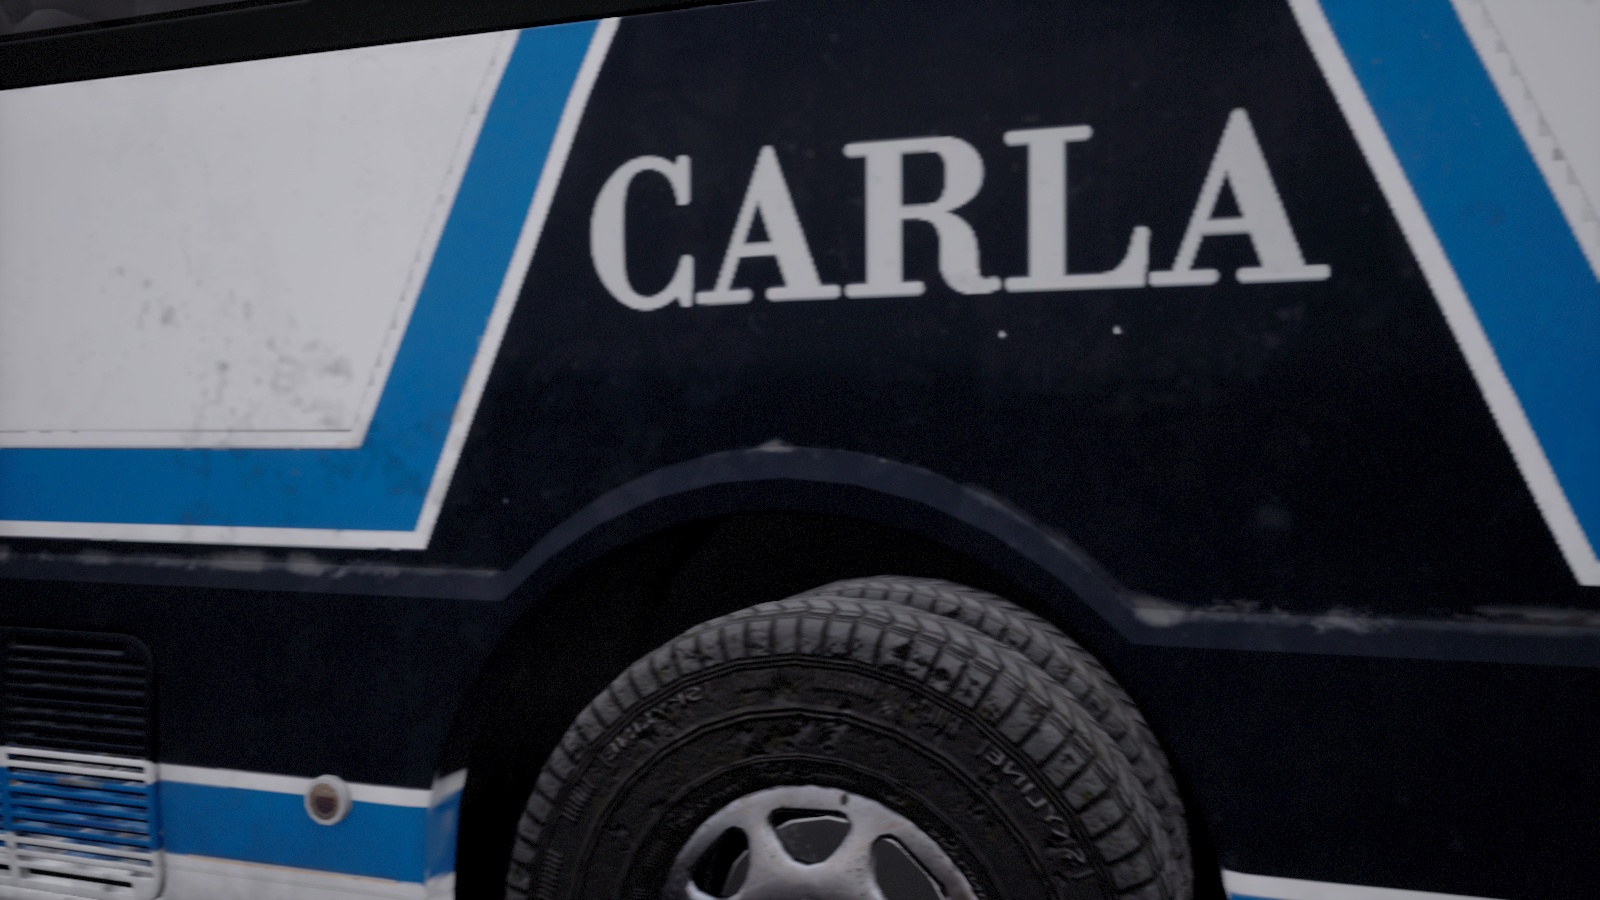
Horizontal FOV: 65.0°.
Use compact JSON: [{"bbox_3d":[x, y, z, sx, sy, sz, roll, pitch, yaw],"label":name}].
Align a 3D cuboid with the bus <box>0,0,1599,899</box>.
[{"bbox_3d":[-2.149,-0.629,4.413,10.273,4.253,3.944,1,1,18],"label":"bus"}]
